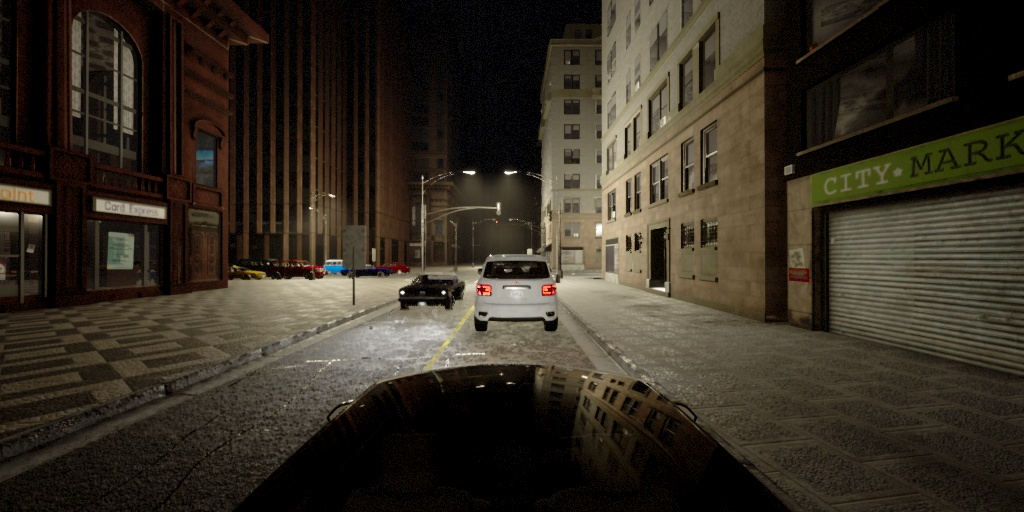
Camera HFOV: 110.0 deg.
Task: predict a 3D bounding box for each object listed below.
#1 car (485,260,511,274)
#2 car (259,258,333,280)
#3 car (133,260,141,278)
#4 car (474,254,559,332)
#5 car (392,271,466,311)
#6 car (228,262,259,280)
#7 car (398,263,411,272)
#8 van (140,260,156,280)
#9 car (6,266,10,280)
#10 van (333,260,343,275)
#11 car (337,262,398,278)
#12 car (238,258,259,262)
[{"bbox_3d":[-1.743,1.262,43.113,2.128,1.511,4.902,0,1,-15],"label":"car"},{"bbox_3d":[-19.634,1.272,32.746,5.009,1.841,2.192,0,0,0],"label":"car"},{"bbox_3d":[-34.811,1.377,35.378,5.566,2.045,2.150,-1,0,0],"label":"car"},{"bbox_3d":[0.096,0.973,11.067,2.150,2.045,5.566,0,0,0],"label":"car"},{"bbox_3d":[-3.103,1.354,14.649,1.895,1.301,4.718,0,0,0],"label":"car"},{"bbox_3d":[-25.089,1.551,32.764,4.829,1.417,1.751,0,0,0],"label":"car"},{"bbox_3d":[-13.992,1.476,41.254,4.507,1.381,1.888,0,0,0],"label":"car"},{"bbox_3d":[-30.883,1.435,32.782,3.998,1.789,1.690,0,0,0],"label":"van"},{"bbox_3d":[-47.755,1.848,32.836,4.403,1.370,2.007,0,0,0],"label":"car"},{"bbox_3d":[-19.617,1.339,41.272,3.998,1.789,1.690,0,0,0],"label":"van"},{"bbox_3d":[-14.159,1.505,35.300,4.718,1.301,1.895,-1,0,0],"label":"car"},{"bbox_3d":[-24.124,1.246,35.325,5.566,2.045,2.150,-1,0,-1],"label":"car"}]
